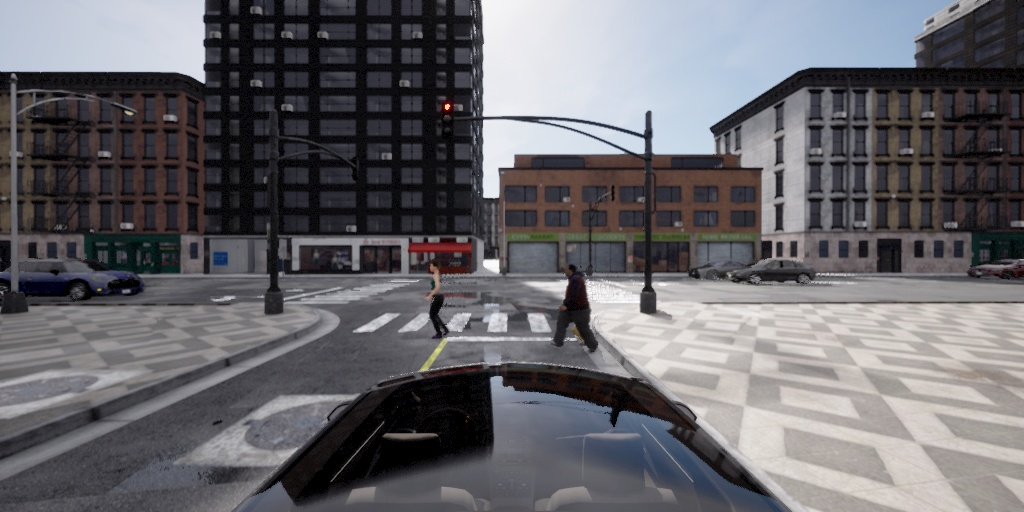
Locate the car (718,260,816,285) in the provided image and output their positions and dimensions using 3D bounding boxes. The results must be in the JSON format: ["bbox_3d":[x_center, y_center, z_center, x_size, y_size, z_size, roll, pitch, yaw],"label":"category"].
[{"bbox_3d":[15.838,0.983,22.082,4.892,1.490,1.837,0,0,0],"label":"car"}]

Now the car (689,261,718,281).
[{"bbox_3d":[14.823,1.031,25.329,4.181,1.385,1.994,0,0,0],"label":"car"}]

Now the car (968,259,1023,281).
[{"bbox_3d":[35.373,0.950,25.372,4.674,1.442,1.812,0,0,0],"label":"car"}]

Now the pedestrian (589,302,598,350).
[{"bbox_3d":[1.537,1.252,7.637,0.375,1.300,0.375,0,0,0],"label":"pedestrian"}]

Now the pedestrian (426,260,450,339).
[{"bbox_3d":[-1.719,0.964,8.232,0.375,1.860,0.375,0,0,0],"label":"pedestrian"}]

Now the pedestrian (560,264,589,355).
[{"bbox_3d":[1.221,0.979,7.037,0.375,1.860,0.375,0,0,0],"label":"pedestrian"}]

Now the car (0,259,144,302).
[{"bbox_3d":[-18.681,0.927,15.276,4.553,1.767,2.097,0,0,0],"label":"car"}]
